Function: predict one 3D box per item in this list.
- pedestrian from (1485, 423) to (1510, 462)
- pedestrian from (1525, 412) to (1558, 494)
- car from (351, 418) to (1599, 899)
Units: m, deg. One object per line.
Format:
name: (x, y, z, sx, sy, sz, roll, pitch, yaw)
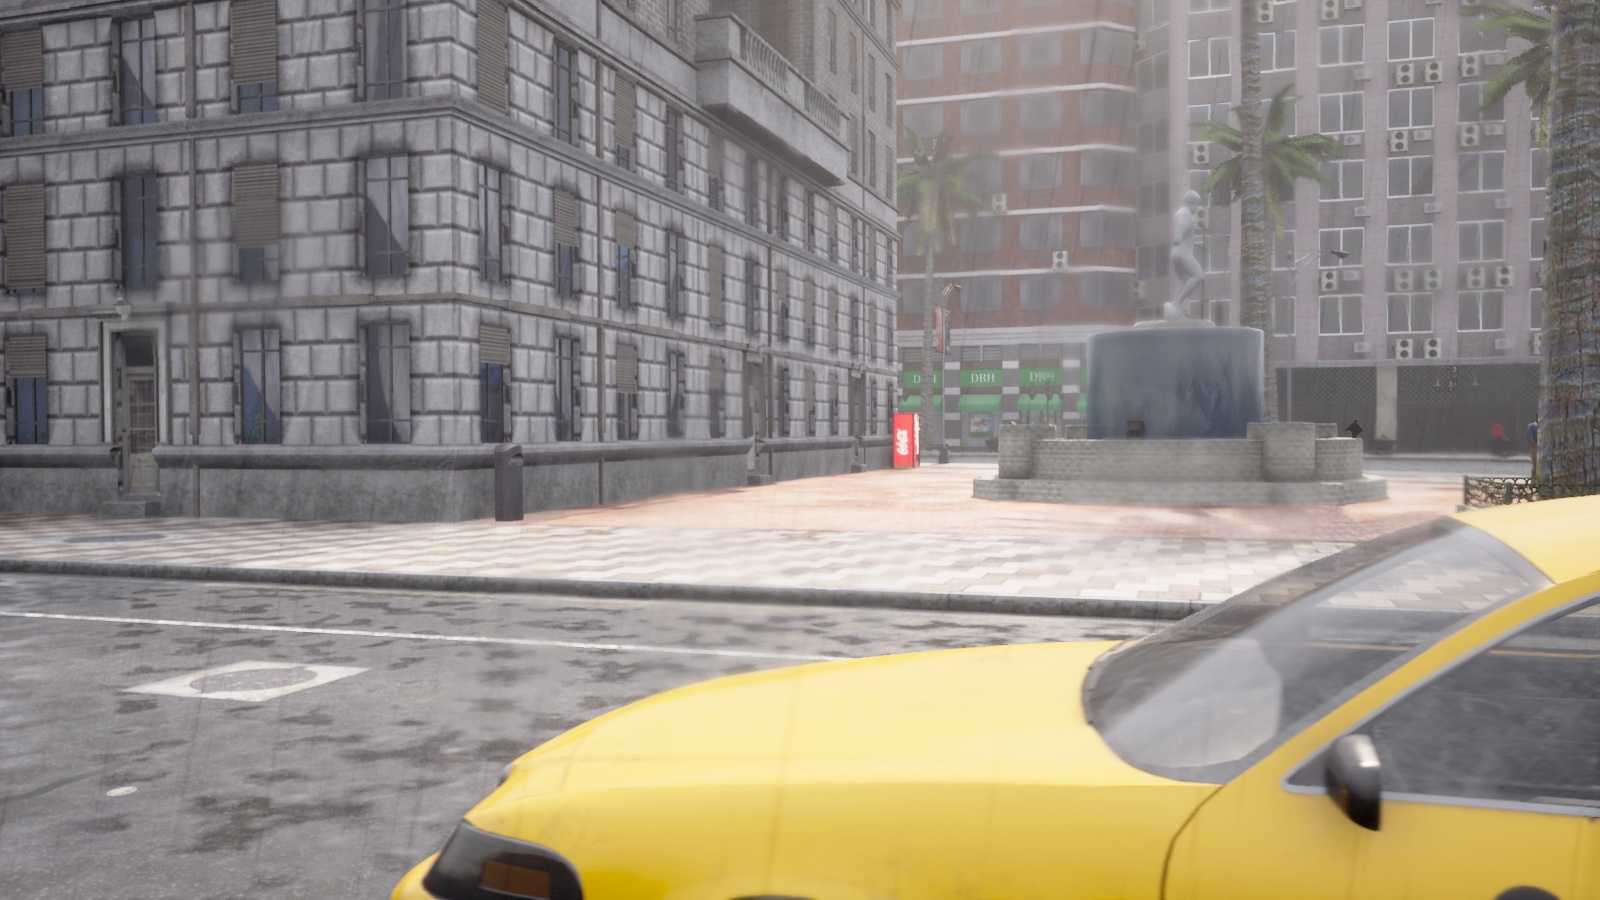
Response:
pedestrian: (33.617, -0.368, 60.532, 0.899, 1.844, 0.634, 1, 1, 43)
pedestrian: (17.941, 0.059, 30.394, 0.423, 1.949, 0.788, 0, 1, 10)
car: (1.935, 0.731, 2.527, 5.366, 1.575, 1.801, 0, 1, 18)
